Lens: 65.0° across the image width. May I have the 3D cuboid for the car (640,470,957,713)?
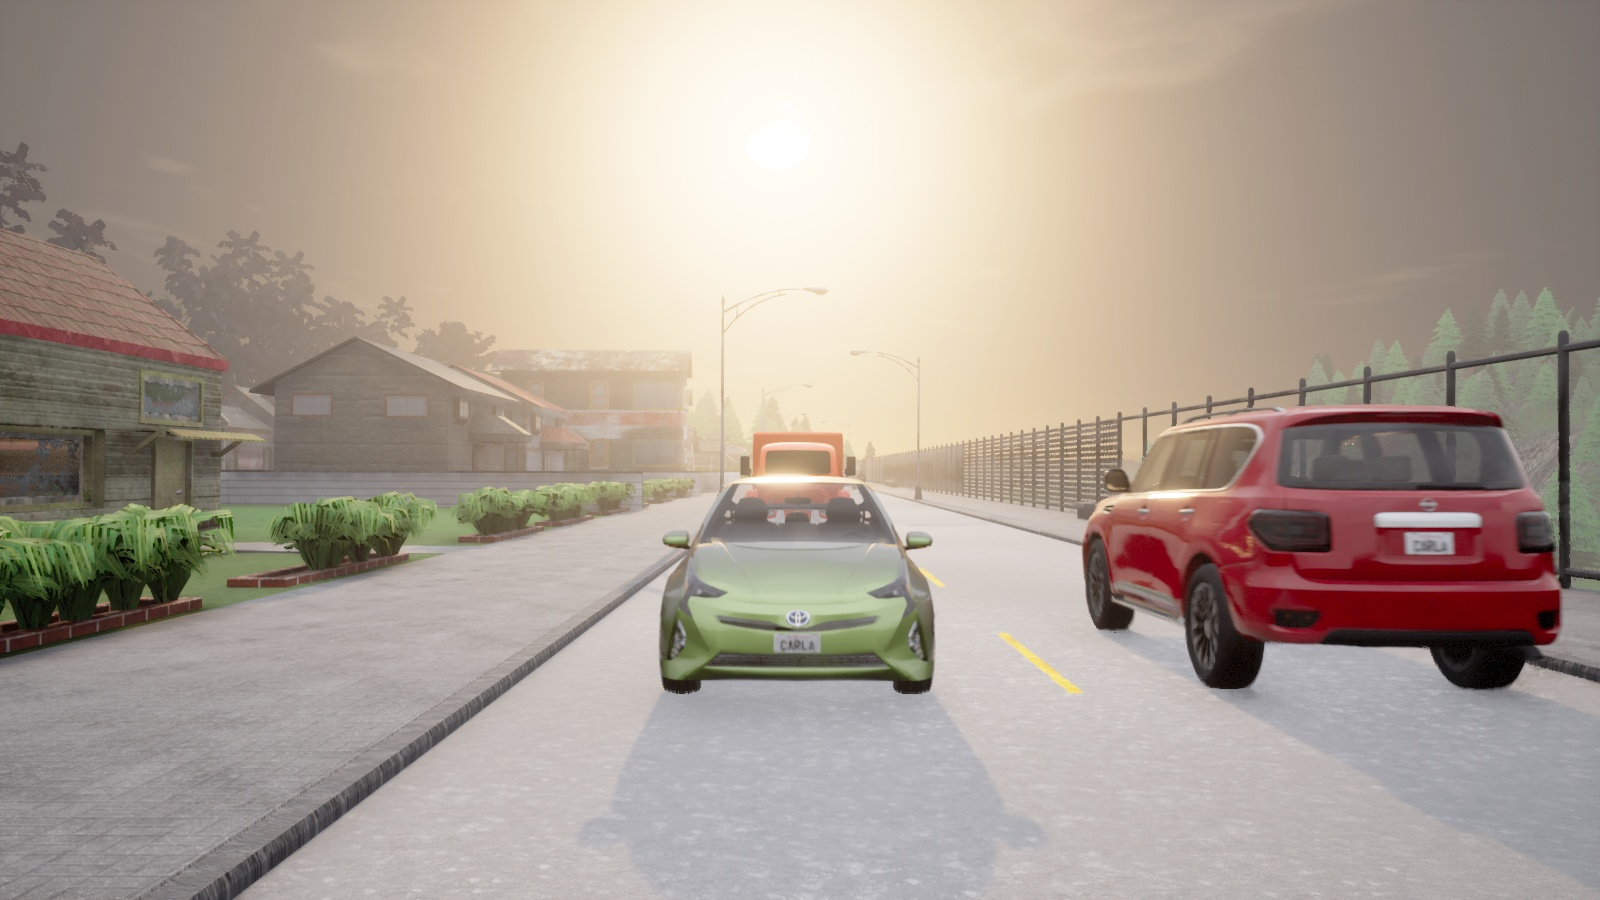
[{"bbox_3d":[-0.013,0.933,10.215,2.007,1.525,4.514,0,-1,0],"label":"car"}]

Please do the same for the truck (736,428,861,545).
[{"bbox_3d":[-0.045,0.816,29.128,2.627,2.467,5.204,0,-1,0],"label":"truck"}]

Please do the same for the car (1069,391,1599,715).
[{"bbox_3d":[3.985,0.698,10.759,2.150,2.045,5.566,0,-1,0],"label":"car"}]
